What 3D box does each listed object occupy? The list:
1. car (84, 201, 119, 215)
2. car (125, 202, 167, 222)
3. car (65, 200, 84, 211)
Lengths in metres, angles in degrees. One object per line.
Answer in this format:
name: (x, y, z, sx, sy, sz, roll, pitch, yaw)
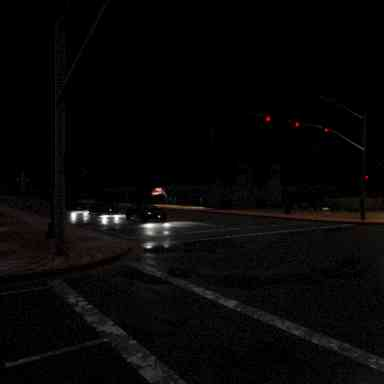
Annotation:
car: (-8.999, 1.564, 33.682, 1.994, 1.385, 4.181, 0, 0, -35)
car: (-3.768, 1.526, 26.366, 1.812, 1.442, 4.674, 0, 0, -36)
car: (-14.839, 1.601, 41.890, 1.895, 1.301, 4.718, 0, 0, -35)
